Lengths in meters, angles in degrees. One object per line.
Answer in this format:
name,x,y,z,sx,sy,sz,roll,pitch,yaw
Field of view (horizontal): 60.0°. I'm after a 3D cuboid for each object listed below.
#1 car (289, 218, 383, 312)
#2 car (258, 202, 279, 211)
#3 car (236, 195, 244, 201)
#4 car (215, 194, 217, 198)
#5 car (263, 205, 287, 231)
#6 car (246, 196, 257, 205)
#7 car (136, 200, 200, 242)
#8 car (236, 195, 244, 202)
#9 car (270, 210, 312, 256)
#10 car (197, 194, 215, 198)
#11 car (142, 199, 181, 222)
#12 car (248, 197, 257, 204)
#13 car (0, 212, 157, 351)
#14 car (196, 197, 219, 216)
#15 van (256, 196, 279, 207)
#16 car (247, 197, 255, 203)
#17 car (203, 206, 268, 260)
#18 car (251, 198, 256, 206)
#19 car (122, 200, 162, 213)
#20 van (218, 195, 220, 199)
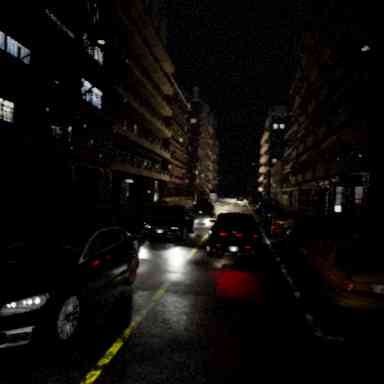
car,3.692,1.656,8.024,1.752,1.417,4.829,3,0,8
car,6.099,1.715,24.438,1.887,1.381,4.507,3,0,8
car,13.292,1.647,91.994,1.882,1.535,5.008,3,0,8
car,2.747,1.445,59.266,2.008,1.369,4.403,3,0,8
car,5.277,1.701,18.837,1.887,1.381,4.507,3,0,8
car,11.863,1.605,63.653,2.192,1.841,5.009,3,0,8
car,-0.969,1.391,16.137,1.837,1.490,4.892,3,0,8
car,11.775,1.765,81.682,2.033,1.411,5.357,3,0,8
car,4.455,1.693,13.234,2.008,1.369,4.403,3,0,8
car,1.937,1.191,53.664,2.192,1.841,5.009,3,0,8
car,-2.207,1.318,25.486,1.752,1.417,4.829,3,0,8
car,13.520,1.855,75.027,1.752,1.417,4.829,3,0,8
car,-2.406,1.355,6.358,2.128,1.511,4.902,3,0,8
car,1.009,1.484,29.530,1.994,1.385,4.181,3,1,9
van,6.931,1.527,30.040,1.690,1.788,3.998,3,0,8
car,14.314,1.932,80.459,1.802,1.307,4.206,3,0,8
car,1.667,1.531,12.784,1.837,1.490,4.892,3,0,8
car,7.742,1.752,35.644,2.008,1.369,4.403,3,0,8
car,-3.005,1.324,20.053,1.887,1.381,4.507,3,0,8
van,4.401,1.273,70.471,1.690,1.788,3.998,3,0,8
